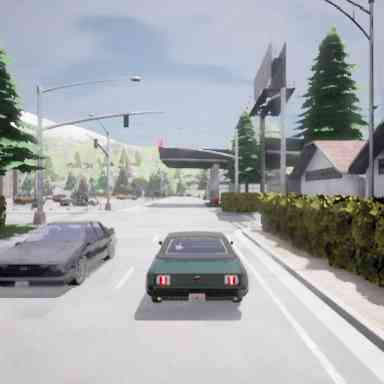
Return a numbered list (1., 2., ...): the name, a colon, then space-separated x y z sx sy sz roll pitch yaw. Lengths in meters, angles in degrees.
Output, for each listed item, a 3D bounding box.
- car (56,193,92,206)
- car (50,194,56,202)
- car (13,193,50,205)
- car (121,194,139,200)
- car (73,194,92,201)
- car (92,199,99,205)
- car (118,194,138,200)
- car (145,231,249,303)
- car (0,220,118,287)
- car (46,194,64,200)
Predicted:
1. car: -16.747 1.061 47.343 3.866 1.878 1.905 0 0 0
2. car: -23.988 1.276 63.048 4.514 1.523 2.007 0 0 0
3. car: -24.633 1.080 50.587 4.605 1.855 1.932 0 0 0
4. car: -16.457 1.309 88.064 4.514 1.523 2.007 0 0 0
5. car: -23.999 1.294 73.041 3.633 1.501 1.845 0 0 0
6. car: -16.154 1.344 50.671 3.806 1.475 1.970 0 0 0
7. car: -16.388 1.301 84.927 5.027 1.636 2.152 0 0 0
8. car: 0.099 1.598 8.155 1.895 1.301 4.718 0 0 0
9. car: -3.548 1.544 9.626 2.033 1.411 5.357 0 0 0
10. car: -35.054 1.355 84.975 3.806 1.475 1.970 0 0 0
